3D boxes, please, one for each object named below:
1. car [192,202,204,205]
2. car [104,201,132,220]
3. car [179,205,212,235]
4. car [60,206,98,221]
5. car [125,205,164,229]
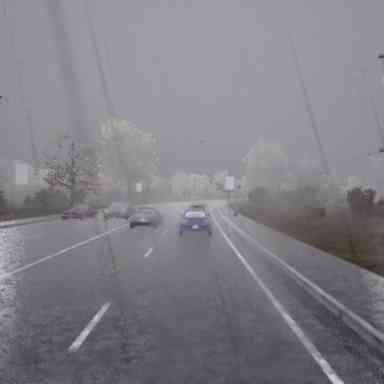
[{"bbox_3d":[0.733,1.936,39.732,1.837,1.490,4.892,0,-1,2],"label":"car"},{"bbox_3d":[-6.741,1.692,31.327,2.097,1.767,4.553,0,-1,2],"label":"car"},{"bbox_3d":[0.216,1.746,20.280,1.812,1.442,4.674,0,-1,1],"label":"car"},{"bbox_3d":[-10.277,1.932,30.515,1.895,1.301,4.718,0,-1,2],"label":"car"},{"bbox_3d":[-3.226,1.827,24.189,1.994,1.385,4.181,0,-1,1],"label":"car"}]
